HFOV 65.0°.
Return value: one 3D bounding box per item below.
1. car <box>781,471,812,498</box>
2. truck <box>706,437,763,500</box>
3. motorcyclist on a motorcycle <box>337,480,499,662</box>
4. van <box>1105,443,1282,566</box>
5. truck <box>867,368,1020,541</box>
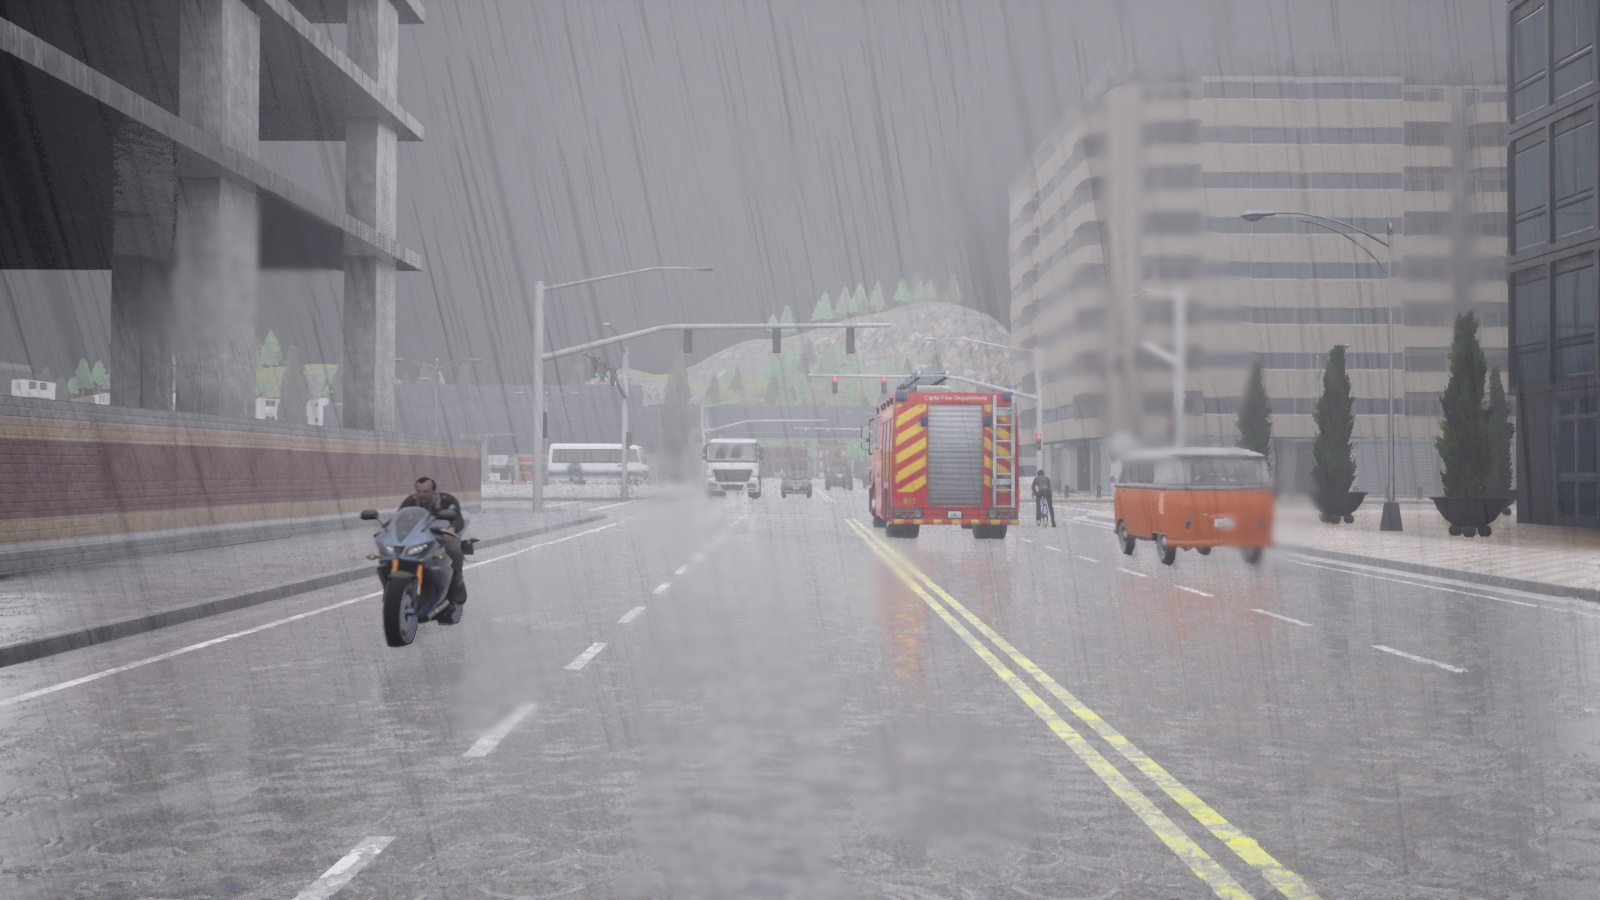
[{"bbox_3d":[-0.190,2.029,73.717,1.789,1.549,3.705,0,-1,0],"label":"car"},{"bbox_3d":[-3.691,1.064,72.659,2.891,3.462,7.936,0,-1,0],"label":"truck"},{"bbox_3d":[-3.531,1.062,11.852,0.866,1.530,2.191,0,-1,0],"label":"motorcyclist on a motorcycle"},{"bbox_3d":[6.941,0.919,22.635,1.775,1.987,4.442,0,-1,0],"label":"van"},{"bbox_3d":[3.412,0.173,32.061,2.891,3.827,8.468,0,-1,0],"label":"truck"}]
